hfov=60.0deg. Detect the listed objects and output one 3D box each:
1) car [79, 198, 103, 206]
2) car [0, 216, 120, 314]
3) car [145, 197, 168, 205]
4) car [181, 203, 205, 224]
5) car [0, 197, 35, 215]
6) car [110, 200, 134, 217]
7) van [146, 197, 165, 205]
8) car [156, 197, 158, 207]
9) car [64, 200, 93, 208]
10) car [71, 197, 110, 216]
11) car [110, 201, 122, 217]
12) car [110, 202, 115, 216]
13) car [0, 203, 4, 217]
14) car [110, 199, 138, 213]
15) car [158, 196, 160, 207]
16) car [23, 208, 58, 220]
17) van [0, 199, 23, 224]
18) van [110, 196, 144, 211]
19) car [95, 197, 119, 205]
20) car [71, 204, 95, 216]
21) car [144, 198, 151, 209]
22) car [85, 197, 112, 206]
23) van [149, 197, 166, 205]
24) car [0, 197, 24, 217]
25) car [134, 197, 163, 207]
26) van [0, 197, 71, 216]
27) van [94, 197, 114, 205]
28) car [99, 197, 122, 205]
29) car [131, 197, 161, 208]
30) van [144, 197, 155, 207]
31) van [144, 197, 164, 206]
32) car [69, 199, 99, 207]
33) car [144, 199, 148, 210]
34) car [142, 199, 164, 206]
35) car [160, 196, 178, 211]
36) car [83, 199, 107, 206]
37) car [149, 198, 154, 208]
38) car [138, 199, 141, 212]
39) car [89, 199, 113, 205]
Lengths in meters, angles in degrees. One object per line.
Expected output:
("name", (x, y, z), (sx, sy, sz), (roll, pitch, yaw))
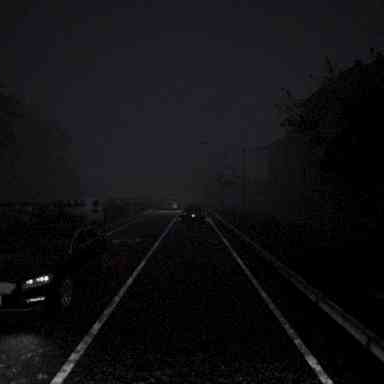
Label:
("car", (-22.038, 2.221, 72.876), (4.553, 1.767, 2.185), (0, -1, 0))
("car", (-3.350, 1.570, 8.000), (2.128, 1.511, 4.902), (0, -1, 0))
("car", (-8.915, 2.253, 84.563), (5.566, 2.045, 2.435), (0, -1, 0))
("car", (0.101, 1.847, 27.987), (1.994, 1.385, 4.181), (0, -1, 0))
("car", (-21.933, 1.641, 39.331), (5.566, 2.045, 2.435), (0, -1, 0))
("car", (-8.869, 1.822, 34.108), (5.008, 1.535, 2.097), (0, -1, 0))
("van", (-9.056, 2.240, 81.759), (4.442, 1.987, 1.878), (0, -1, 0))
("car", (-8.877, 2.037, 59.333), (4.553, 1.767, 2.185), (0, -1, 0))
("car", (-22.001, 2.235, 64.548), (4.892, 1.521, 2.231), (0, -1, 0))
("car", (-8.887, 1.445, 22.898), (5.566, 2.045, 2.435), (0, -1, 0))
("car", (-8.838, 1.785, 28.500), (4.792, 1.488, 2.163), (0, -1, 0))
("car", (-8.858, 1.726, 25.703), (4.892, 1.521, 2.231), (0, -1, 0))
("car", (-21.951, 1.859, 33.758), (4.674, 1.452, 2.002), (0, -1, 0))
("car", (-9.064, 1.856, 36.907), (5.366, 1.575, 1.946), (0, -1, 0))
("car", (-8.881, 2.075, 62.137), (4.553, 1.767, 2.185), (0, -1, 0))
("car", (-8.843, 1.610, 14.486), (4.892, 1.521, 2.231), (0, -1, 0))
("van", (-8.730, 1.354, 11.685), (4.442, 1.987, 1.878), (0, -1, 0))
("van", (-8.769, 1.709, 42.517), (4.442, 1.987, 1.878), (0, -1, 0))
("car", (-22.054, 2.283, 86.756), (5.566, 2.045, 2.435), (0, -1, 0))
("car", (-8.850, 1.667, 20.092), (5.008, 1.535, 2.097), (0, -1, 0))
("car", (-8.864, 2.041, 48.119), (4.792, 1.488, 2.163), (0, -1, 0))
("car", (-22.043, 2.170, 78.430), (5.566, 2.045, 2.435), (0, -1, 0))
("van", (-9.063, 2.316, 87.363), (4.442, 1.987, 1.878), (0, -1, 0))
("car", (-21.928, 1.605, 36.669), (5.566, 2.045, 2.435), (0, -1, 0))
("car", (-8.892, 2.025, 67.744), (5.566, 2.045, 2.435), (0, -1, 0))
("van", (-8.968, 1.412, 17.291), (4.442, 1.987, 1.878), (0, -1, 0))
("van", (-22.139, 2.271, 83.980), (4.442, 1.987, 1.878), (0, -1, 0))
("car", (-22.001, 2.315, 89.533), (5.566, 2.045, 2.435), (0, -1, 0))
("car", (-8.888, 1.987, 64.941), (5.566, 2.045, 2.435), (0, -1, 0))
("van", (-8.784, 1.861, 53.729), (4.442, 1.987, 1.878), (0, -1, 0))
("van", (-9.052, 2.202, 78.956), (4.442, 1.987, 1.878), (0, -1, 0))
("car", (-21.814, 2.268, 67.325), (5.366, 1.575, 1.946), (0, -1, 0))
("car", (-8.860, 2.003, 45.316), (4.792, 1.488, 2.163), (0, -1, 0))
("car", (-8.925, 2.391, 76.150), (4.892, 1.521, 2.231), (0, -1, 0))
("car", (-3.315, 1.815, 52.091), (2.150, 2.045, 5.566), (0, -1, 0))
("car", (-21.982, 2.413, 75.651), (4.792, 1.488, 2.163), (0, -1, 0))
("car", (-8.892, 2.049, 50.923), (5.008, 1.535, 2.097), (0, -1, 0))
("car", (-8.911, 1.927, 39.710), (4.792, 1.488, 2.163), (0, -1, 0))
("car", (-22.204, 2.456, 81.203), (5.366, 1.575, 1.946), (0, -1, 0))
